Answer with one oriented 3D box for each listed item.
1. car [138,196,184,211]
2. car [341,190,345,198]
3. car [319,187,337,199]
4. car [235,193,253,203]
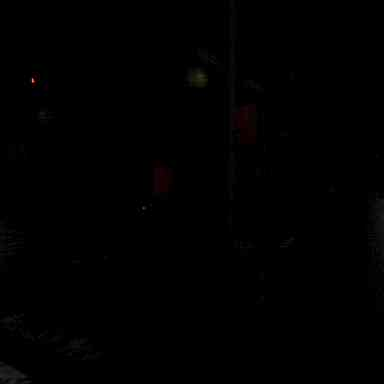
[{"bbox_3d":[-2.908,1.062,32.810,2.033,1.411,5.357,0,1,35],"label":"car"},{"bbox_3d":[28.202,0.379,60.027,1.837,1.490,4.892,0,1,34],"label":"car"},{"bbox_3d":[24.951,0.106,61.056,2.150,2.045,5.566,0,1,35],"label":"car"},{"bbox_3d":[7.046,0.786,47.015,1.994,1.385,4.181,0,1,35],"label":"car"}]
